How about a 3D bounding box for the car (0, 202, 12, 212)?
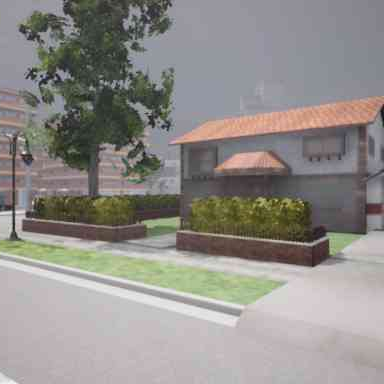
[{"bbox_3d":[-21.589,1.592,35.037,1.895,1.301,4.718,0,0,33],"label":"car"}]
